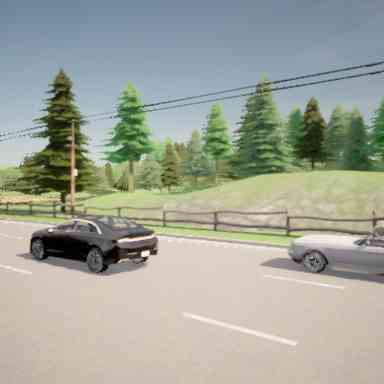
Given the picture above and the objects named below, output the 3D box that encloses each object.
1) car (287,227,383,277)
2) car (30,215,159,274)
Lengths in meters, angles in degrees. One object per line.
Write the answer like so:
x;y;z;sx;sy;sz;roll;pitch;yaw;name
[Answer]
5.100;1.601;8.952;4.718;1.301;1.895;0;0;35;car
-3.258;1.492;10.611;4.902;1.511;2.128;0;0;35;car
